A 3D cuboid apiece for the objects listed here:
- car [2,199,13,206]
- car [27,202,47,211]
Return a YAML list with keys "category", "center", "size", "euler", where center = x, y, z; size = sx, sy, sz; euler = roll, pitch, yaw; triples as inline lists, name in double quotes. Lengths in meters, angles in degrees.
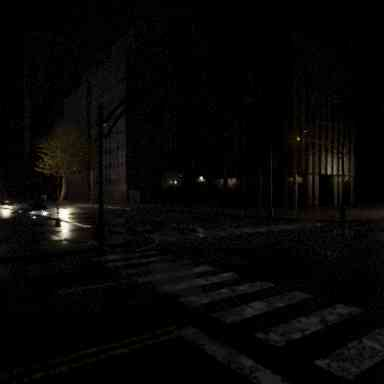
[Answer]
- category: "car"
  center: [-41.574, 2.306, 74.807]
  size: [2.033, 1.411, 5.357]
  euler: [0, 0, -36]
- category: "car"
  center: [-22.726, 2.078, 48.821]
  size: [1.895, 1.301, 4.718]
  euler: [0, -1, -36]
